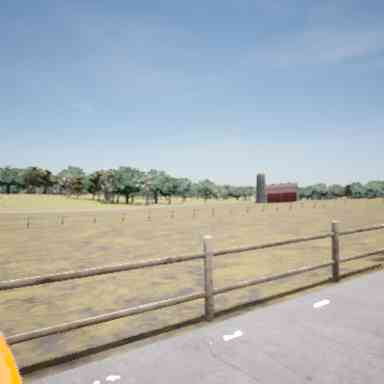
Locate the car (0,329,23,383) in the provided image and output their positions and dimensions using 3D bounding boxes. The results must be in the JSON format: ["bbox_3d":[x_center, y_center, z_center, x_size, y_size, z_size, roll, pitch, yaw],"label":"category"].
[{"bbox_3d":[-2.893,1.381,1.010,4.553,1.767,2.097,-1,1,-35],"label":"car"}]
